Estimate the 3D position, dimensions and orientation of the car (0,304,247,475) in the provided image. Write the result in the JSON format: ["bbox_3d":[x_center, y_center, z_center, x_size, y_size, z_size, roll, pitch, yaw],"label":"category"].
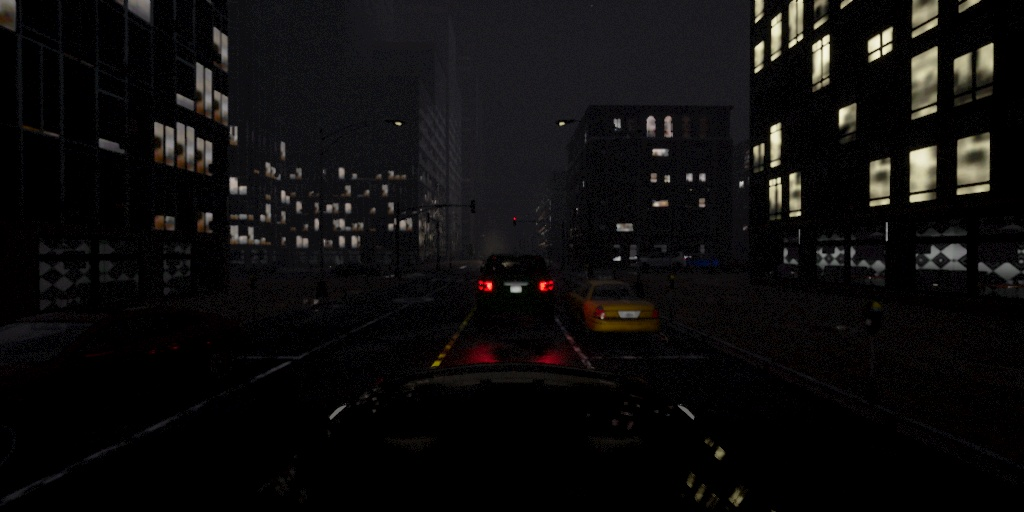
[{"bbox_3d":[-5.316,1.317,4.426,1.802,1.307,4.207,0,0,0],"label":"car"}]

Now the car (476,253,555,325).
[{"bbox_3d":[0.096,0.918,11.707,2.150,2.045,5.566,0,0,0],"label":"car"}]

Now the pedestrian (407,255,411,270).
[{"bbox_3d":[-12.362,0.800,42.984,0.375,1.860,0.375,0,1,-1],"label":"pedestrian"}]

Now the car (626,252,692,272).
[{"bbox_3d":[15.423,0.562,37.894,5.566,2.045,2.150,-1,0,-1],"label":"car"}]

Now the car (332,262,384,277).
[{"bbox_3d":[-14.853,1.279,34.638,4.674,1.442,1.812,-1,0,-1],"label":"car"}]

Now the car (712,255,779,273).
[{"bbox_3d":[21.078,0.854,32.545,4.507,1.381,1.888,0,0,-1],"label":"car"}]

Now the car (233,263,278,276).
[{"bbox_3d":[-28.413,1.445,39.802,4.403,1.370,2.007,0,0,-1],"label":"car"}]

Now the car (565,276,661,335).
[{"bbox_3d":[2.563,1.231,10.157,1.751,1.417,4.829,0,0,0],"label":"car"}]

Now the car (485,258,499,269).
[{"bbox_3d":[-2.885,1.028,52.611,2.033,1.411,5.357,0,0,-2],"label":"car"}]

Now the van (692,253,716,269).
[{"bbox_3d":[20.968,0.593,40.425,3.998,1.789,1.690,0,0,-1],"label":"van"}]

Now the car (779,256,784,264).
[{"bbox_3d":[28.755,0.738,38.036,4.181,1.385,1.994,-1,0,-1],"label":"car"}]

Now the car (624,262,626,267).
[{"bbox_3d":[15.313,0.637,40.365,5.009,1.841,2.192,0,0,-1],"label":"car"}]
